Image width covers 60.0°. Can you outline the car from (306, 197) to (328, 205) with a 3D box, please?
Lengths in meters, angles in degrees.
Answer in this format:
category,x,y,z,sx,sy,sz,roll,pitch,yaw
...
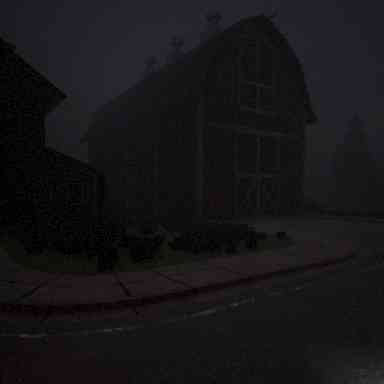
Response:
category,x,y,z,sx,sy,sz,roll,pitch,yaw
car,14.391,1.362,40.877,2.097,1.767,4.553,0,0,-34
